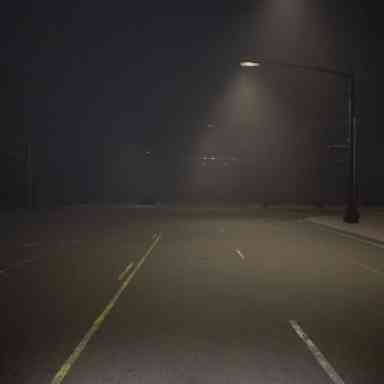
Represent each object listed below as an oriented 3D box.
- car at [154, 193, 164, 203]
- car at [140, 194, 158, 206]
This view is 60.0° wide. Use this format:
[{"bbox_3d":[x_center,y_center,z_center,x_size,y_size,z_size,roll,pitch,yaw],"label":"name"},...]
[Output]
[{"bbox_3d":[-7.018,1.188,68.418,2.150,2.045,5.566,0,0,0],"label":"car"},{"bbox_3d":[-7.073,1.400,53.167,1.812,1.442,4.674,0,0,0],"label":"car"}]
